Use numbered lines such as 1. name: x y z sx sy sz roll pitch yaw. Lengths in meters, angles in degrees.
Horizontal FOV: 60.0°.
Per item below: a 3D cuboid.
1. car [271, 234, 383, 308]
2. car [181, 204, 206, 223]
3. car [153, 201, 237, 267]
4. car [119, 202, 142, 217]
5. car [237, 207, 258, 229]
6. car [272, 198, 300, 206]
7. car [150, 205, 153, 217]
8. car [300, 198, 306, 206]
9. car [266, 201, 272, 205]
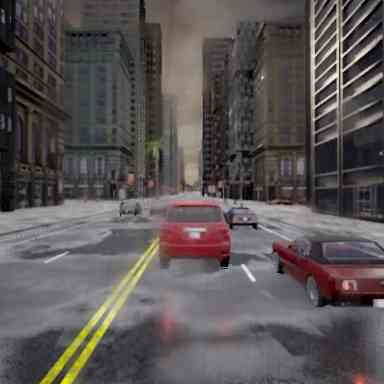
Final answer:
1. car: 3.306 1.673 8.019 1.895 1.301 4.718 0 0 0
2. car: 0.088 1.812 28.556 1.994 1.385 4.181 0 0 0
3. car: 0.087 1.327 11.904 2.150 2.045 5.566 0 -1 0
4. car: -6.596 1.814 35.968 1.837 1.490 4.892 0 -1 0
5. car: 3.320 1.751 23.175 2.033 1.411 5.357 0 0 0
6. car: 20.734 2.394 73.381 4.507 1.381 1.887 1 -1 0
7. car: -3.347 1.780 35.430 1.882 1.535 5.008 0 -1 0
8. car: 25.825 2.233 73.369 5.009 1.841 2.192 1 -1 0
9. car: 20.595 2.458 81.909 4.829 1.417 1.752 1 -1 0
